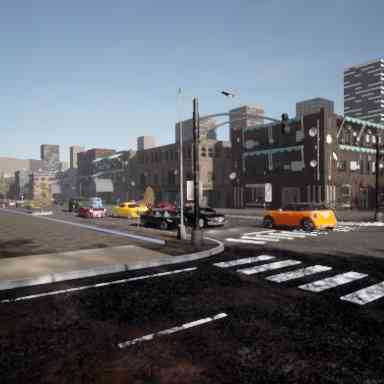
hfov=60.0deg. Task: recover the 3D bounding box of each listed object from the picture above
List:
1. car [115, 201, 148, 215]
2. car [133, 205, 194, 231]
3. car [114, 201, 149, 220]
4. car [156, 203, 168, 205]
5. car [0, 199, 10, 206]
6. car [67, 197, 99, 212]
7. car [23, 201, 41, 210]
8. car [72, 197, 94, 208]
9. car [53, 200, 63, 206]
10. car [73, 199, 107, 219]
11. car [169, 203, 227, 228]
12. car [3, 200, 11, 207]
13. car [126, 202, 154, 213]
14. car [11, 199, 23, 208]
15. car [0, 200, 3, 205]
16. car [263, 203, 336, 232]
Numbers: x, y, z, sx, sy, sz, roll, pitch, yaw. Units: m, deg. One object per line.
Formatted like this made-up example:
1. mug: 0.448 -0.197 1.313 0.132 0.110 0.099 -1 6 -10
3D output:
1. car: -7.316 1.856 39.907 1.882 1.535 5.008 -1 0 -37
2. car: -2.031 1.814 22.974 1.947 1.339 4.313 -2 0 -37
3. car: -6.036 1.816 32.861 1.882 1.535 5.008 -1 0 -37
4. car: -3.544 1.903 39.179 1.802 1.307 4.206 -2 0 -37
5. car: -46.745 2.597 82.891 1.887 1.381 4.507 -1 0 -37
6. car: -14.944 1.727 44.799 2.150 2.045 5.566 -1 0 -37
7. car: -26.738 2.232 56.172 1.752 1.417 4.829 -1 0 -37
8. car: -20.138 1.939 61.331 2.192 1.841 5.009 -1 0 -37
9. car: -30.085 2.363 74.625 1.947 1.339 4.313 -1 0 -37
10. car: -10.254 1.846 34.154 1.967 1.590 4.097 -2 0 -37
11. car: 0.509 1.718 24.157 1.837 1.490 4.892 -1 0 -34
12. car: -40.112 2.379 74.030 1.967 1.590 4.097 -1 0 -37
13. car: -6.861 1.965 43.609 1.802 1.307 4.206 -2 0 -37
14. car: -33.475 2.375 65.170 2.008 1.369 4.403 -1 0 -37
15. car: -43.428 2.547 78.461 2.008 1.369 4.403 -1 0 -37
16. car: 6.594 1.452 20.953 2.097 1.767 4.553 -1 -1 -31
